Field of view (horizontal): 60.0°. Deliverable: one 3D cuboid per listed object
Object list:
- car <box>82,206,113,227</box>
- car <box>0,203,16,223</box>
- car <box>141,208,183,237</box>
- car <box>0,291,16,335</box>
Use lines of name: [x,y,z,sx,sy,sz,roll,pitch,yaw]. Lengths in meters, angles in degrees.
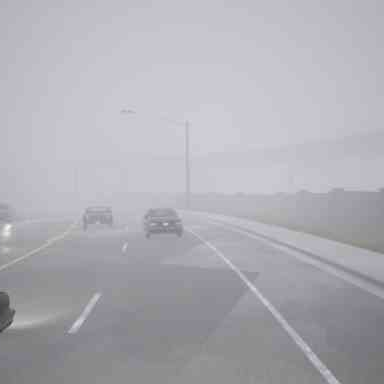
car: [-6.529,1.642,23.174,1.895,1.301,4.718,-1,0,-15]
car: [-15.105,1.637,26.204,1.837,1.490,4.892,0,0,-23]
car: [-1.689,1.553,18.030,2.033,1.411,5.357,0,0,-11]
car: [-3.520,1.563,2.560,2.033,1.411,5.357,0,0,-2]
